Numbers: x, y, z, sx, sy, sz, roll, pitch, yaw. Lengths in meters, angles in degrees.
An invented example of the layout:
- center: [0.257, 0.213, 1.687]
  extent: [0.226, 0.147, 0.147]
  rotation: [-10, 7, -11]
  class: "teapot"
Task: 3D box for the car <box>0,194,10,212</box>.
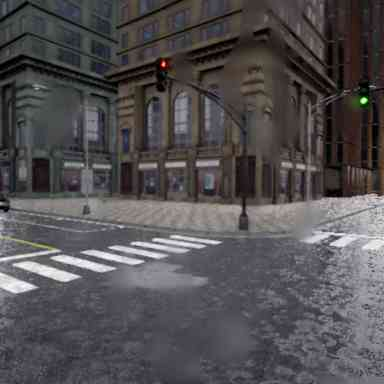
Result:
- center: [-15.093, 0.777, 24.635]
  extent: [4.313, 1.339, 1.947]
  rotation: [2, 1, 37]
  class: "car"
